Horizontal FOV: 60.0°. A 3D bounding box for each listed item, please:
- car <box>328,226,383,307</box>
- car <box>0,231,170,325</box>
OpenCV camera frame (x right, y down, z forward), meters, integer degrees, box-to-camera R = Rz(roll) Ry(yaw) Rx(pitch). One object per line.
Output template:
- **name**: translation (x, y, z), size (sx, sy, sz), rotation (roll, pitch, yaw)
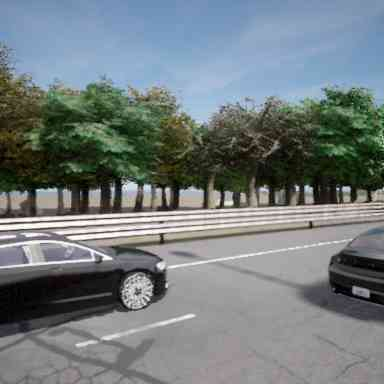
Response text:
- **car**: translation (4.927, 1.480, 7.157), size (4.892, 1.490, 1.837), rotation (0, 0, -35)
- **car**: translation (-2.730, 1.484, 6.068), size (4.902, 1.511, 2.128), rotation (0, 0, -35)
